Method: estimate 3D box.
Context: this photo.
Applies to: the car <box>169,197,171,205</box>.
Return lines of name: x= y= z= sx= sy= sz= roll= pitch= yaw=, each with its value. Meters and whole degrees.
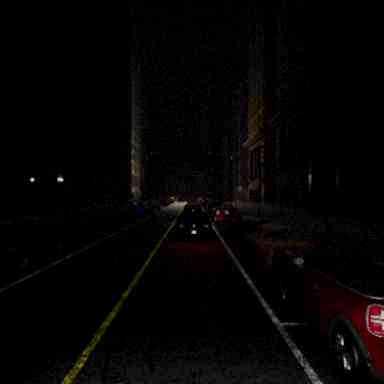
car: x=-5.763 y=2.147 z=67.352 sx=1.752 sy=1.417 sz=4.829 roll=0 pitch=-1 yaw=0

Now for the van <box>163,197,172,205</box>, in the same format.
van: x=-5.764 y=2.072 z=78.796 sx=1.690 sy=1.788 sz=3.998 roll=0 pitch=-1 yaw=0

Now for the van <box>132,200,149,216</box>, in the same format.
van: x=-5.765 y=1.652 z=33.705 sx=1.690 sy=1.788 sz=3.998 roll=0 pitch=-1 yaw=0

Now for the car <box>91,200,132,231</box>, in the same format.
car: x=-5.765 y=1.522 z=22.432 sx=2.192 sy=1.841 sz=5.009 roll=0 pitch=-1 yaw=0

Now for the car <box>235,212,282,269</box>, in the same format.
car: x=2.760 y=1.631 z=11.338 sx=1.752 sy=1.417 sz=4.829 roll=0 pitch=-1 yaw=0

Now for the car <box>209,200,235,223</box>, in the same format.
car: x=2.761 y=1.699 z=28.077 sx=1.967 sy=1.590 sz=4.097 roll=0 pitch=-1 yaw=0

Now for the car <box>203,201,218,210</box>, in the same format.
car: x=2.761 y=2.033 z=50.621 sx=1.947 sy=1.339 sz=4.313 roll=0 pitch=-1 yaw=0

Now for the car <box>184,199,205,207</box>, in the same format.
car: x=0.101 y=1.819 z=37.049 sx=1.882 sy=1.535 sz=5.008 roll=0 pitch=-1 yaw=0

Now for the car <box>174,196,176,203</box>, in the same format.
car: x=-5.764 y=2.226 z=84.431 sx=1.967 sy=1.590 sz=4.097 roll=0 pitch=-1 yaw=0

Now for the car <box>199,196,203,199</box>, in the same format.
car: x=2.761 y=2.011 z=61.893 sx=1.967 sy=1.590 sz=4.097 roll=0 pitch=-1 yaw=0

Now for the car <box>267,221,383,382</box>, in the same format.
car: x=2.760 y=1.492 z=5.533 sx=1.967 sy=1.590 sz=4.097 roll=0 pitch=-1 yaw=0

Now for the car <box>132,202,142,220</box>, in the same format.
car: x=-5.764 y=1.804 z=28.067 sx=1.887 sy=1.381 sz=4.507 roll=0 pitch=-1 yaw=0

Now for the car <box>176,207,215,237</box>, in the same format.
car: x=0.100 y=1.778 z=19.181 sx=1.895 sy=1.301 sz=4.718 roll=0 pitch=-1 yaw=0

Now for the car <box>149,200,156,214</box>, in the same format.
car: x=-5.764 y=1.803 z=39.341 sx=1.967 sy=1.590 sz=4.097 roll=0 pitch=-1 yaw=0

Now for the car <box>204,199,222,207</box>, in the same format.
car: x=2.760 y=1.678 z=39.351 sx=2.192 sy=1.841 sz=5.009 roll=0 pitch=-1 yaw=0

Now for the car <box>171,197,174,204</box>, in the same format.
car: x=-5.763 y=2.228 z=73.158 sx=2.008 sy=1.369 sz=4.403 roll=0 pitch=-1 yaw=0

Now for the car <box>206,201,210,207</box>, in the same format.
car: x=2.761 y=1.877 z=33.712 sx=1.947 sy=1.339 sz=4.313 roll=0 pitch=-1 yaw=0

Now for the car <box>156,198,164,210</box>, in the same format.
car: x=-5.764 y=1.907 z=50.614 sx=1.967 sy=1.590 sz=4.097 roll=0 pitch=-1 yaw=0

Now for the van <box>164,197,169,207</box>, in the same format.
van: x=-5.764 y=1.912 z=61.887 sx=1.690 sy=1.788 sz=3.998 roll=0 pitch=-1 yaw=0

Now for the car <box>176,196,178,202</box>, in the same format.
car: x=-5.764 y=2.155 z=90.069 sx=2.192 sy=1.841 sz=5.009 roll=0 pitch=-1 yaw=0

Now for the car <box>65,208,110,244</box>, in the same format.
car: x=-5.764 y=1.721 z=16.793 sx=1.947 sy=1.339 sz=4.313 roll=0 pitch=-1 yaw=0

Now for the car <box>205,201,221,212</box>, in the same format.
car: x=2.761 y=1.960 z=44.985 sx=1.887 sy=1.381 sz=4.507 roll=0 pitch=-1 yaw=0

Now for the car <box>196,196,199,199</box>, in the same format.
car: x=2.762 y=2.423 z=90.073 sx=1.802 sy=1.307 sz=4.206 roll=0 pitch=-1 yaw=0

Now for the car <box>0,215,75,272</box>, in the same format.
car: x=-5.764 y=1.669 z=11.157 sx=1.947 sy=1.339 sz=4.313 roll=0 pitch=-1 yaw=0

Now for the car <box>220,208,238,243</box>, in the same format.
car: x=2.761 y=1.706 z=16.804 sx=2.008 sy=1.369 sz=4.403 roll=0 pitch=-1 yaw=0
